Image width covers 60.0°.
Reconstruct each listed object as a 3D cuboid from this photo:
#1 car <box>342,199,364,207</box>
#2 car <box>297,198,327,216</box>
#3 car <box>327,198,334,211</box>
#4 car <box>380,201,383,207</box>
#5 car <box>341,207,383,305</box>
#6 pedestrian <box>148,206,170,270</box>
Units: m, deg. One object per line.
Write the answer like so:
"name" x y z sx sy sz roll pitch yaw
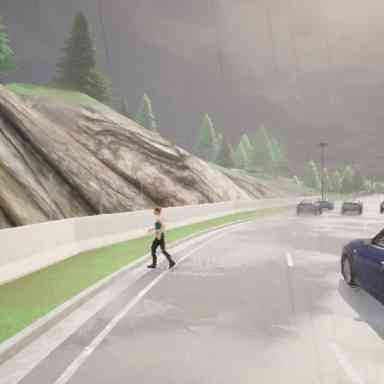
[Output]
"car" 17.118 1.491 35.451 2.128 1.511 4.902 0 0 29
"car" 11.645 1.492 32.830 2.128 1.511 4.902 0 0 29
"car" 16.616 1.492 41.737 2.128 1.511 4.902 0 0 29
"car" 21.794 1.601 36.649 1.895 1.301 4.718 0 0 29
"car" 4.523 1.351 6.372 2.097 1.767 4.553 0 0 8
"pedestrian" -0.946 1.294 9.613 0.375 1.860 0.375 0 0 12
